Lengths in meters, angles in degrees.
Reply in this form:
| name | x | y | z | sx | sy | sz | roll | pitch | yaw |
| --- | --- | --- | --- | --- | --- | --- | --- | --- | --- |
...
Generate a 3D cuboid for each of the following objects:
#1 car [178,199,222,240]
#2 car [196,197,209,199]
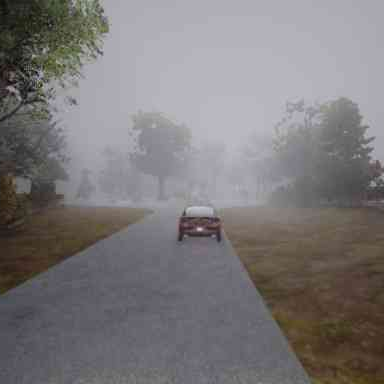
| name | x | y | z | sx | sy | sz | roll | pitch | yaw |
| --- | --- | --- | --- | --- | --- | --- | --- | --- | --- |
| car | 0.365 | 1.320 | 15.978 | 1.882 | 1.535 | 5.008 | 0 | 1 | 1 |
| car | 1.020 | 1.209 | 32.583 | 1.994 | 1.385 | 4.181 | 0 | 1 | 5 |
